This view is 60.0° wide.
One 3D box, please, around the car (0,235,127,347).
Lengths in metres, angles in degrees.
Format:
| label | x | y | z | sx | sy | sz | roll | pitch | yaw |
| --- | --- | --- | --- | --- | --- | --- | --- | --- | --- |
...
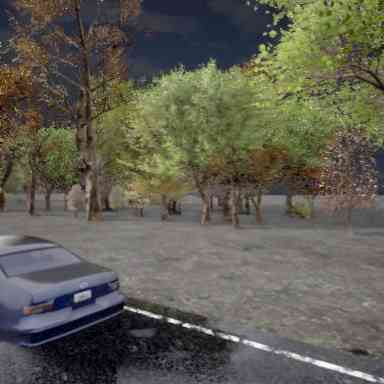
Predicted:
| label | x | y | z | sx | sy | sz | roll | pitch | yaw |
| --- | --- | --- | --- | --- | --- | --- | --- | --- | --- |
| car | -3.628 | 1.550 | 6.270 | 5.357 | 1.411 | 2.033 | 0 | 0 | 35 |
